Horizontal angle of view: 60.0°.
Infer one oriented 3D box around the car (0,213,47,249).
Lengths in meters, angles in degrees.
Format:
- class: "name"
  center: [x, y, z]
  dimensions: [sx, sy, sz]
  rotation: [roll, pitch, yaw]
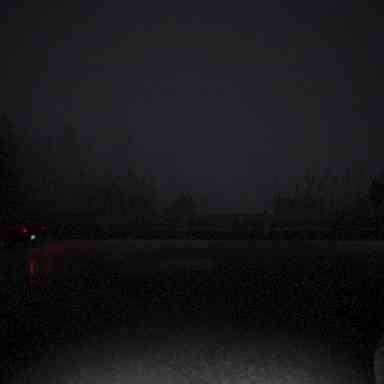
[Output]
- class: "car"
  center: [-8.664, 1.525, 13.672]
  dimensions: [4.718, 1.301, 1.895]
  rotation: [0, 0, 5]
